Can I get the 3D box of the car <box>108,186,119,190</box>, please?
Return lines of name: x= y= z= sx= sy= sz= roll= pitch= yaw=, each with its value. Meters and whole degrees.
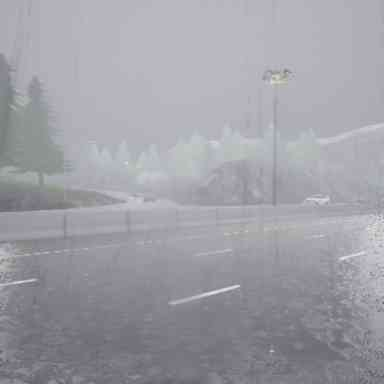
car: x=-21.883 y=-0.956 z=91.708 sx=4.674 sy=1.442 sz=1.812 roll=6 pitch=4 yaw=45

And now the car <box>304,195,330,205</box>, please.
car: x=20.841 y=1.455 z=55.353 sx=5.566 sy=2.045 sz=2.150 roll=1 pitch=0 yaw=-40

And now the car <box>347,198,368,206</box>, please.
car: x=32.632 y=1.894 z=65.572 sx=4.892 sy=1.490 sz=1.837 roll=1 pitch=0 yaw=-41

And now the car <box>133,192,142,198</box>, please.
car: x=-12.726 y=0.672 z=79.157 sx=2.128 sy=1.511 sz=4.902 roll=1 pitch=3 yaw=-27

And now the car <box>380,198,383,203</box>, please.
car: x=44.412 y=2.061 z=75.835 sx=4.674 sy=1.442 sz=1.812 roll=1 pitch=0 yaw=-41

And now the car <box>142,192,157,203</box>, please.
car: x=-7.854 y=1.010 z=62.875 sx=2.150 sy=2.045 sz=5.566 roll=1 pitch=1 yaw=-6

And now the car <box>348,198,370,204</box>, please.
car: x=25.549 y=1.910 z=50.187 sx=4.718 sy=1.301 sz=1.895 roll=1 pitch=0 yaw=-40
